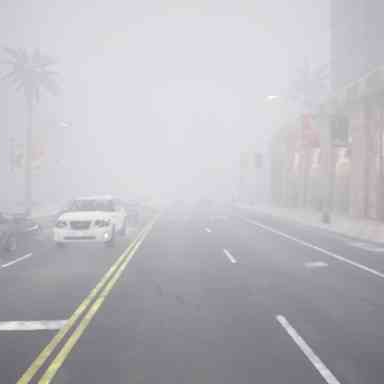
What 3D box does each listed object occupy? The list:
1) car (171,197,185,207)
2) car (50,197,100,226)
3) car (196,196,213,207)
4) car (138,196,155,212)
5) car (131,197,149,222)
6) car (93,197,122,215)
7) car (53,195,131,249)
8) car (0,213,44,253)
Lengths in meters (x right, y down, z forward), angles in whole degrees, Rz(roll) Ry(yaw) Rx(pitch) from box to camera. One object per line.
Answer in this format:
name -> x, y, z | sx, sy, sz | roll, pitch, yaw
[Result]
car -> -1.848, 1.350, 44.949 | 1.895, 1.301, 4.718 | -1, 0, -2
car -> -8.182, 1.294, 23.801 | 2.097, 1.767, 4.553 | -1, 0, -2
car -> 1.680, 1.237, 45.225 | 1.812, 1.442, 4.674 | -1, 0, -1
car -> -5.092, 1.194, 35.156 | 2.097, 1.767, 4.553 | -1, 0, -2
car -> -4.720, 1.391, 24.900 | 2.128, 1.511, 4.902 | -1, 0, -2
car -> -8.569, 1.362, 34.218 | 1.882, 1.535, 5.008 | -1, 0, -2
car -> -4.278, 1.177, 14.848 | 2.150, 2.045, 5.566 | -1, 0, -4
car -> -7.708, 1.563, 13.541 | 1.994, 1.385, 4.181 | -1, 0, -3
